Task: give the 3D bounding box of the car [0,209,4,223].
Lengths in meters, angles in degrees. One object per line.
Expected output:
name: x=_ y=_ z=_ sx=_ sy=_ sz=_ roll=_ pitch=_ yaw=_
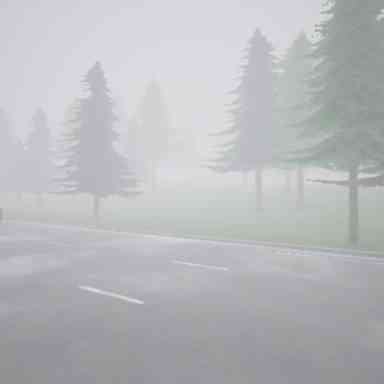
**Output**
car: x=-15.238 y=1.474 z=23.441 sx=5.008 sy=1.535 sz=1.882 roll=0 pitch=0 yaw=35
